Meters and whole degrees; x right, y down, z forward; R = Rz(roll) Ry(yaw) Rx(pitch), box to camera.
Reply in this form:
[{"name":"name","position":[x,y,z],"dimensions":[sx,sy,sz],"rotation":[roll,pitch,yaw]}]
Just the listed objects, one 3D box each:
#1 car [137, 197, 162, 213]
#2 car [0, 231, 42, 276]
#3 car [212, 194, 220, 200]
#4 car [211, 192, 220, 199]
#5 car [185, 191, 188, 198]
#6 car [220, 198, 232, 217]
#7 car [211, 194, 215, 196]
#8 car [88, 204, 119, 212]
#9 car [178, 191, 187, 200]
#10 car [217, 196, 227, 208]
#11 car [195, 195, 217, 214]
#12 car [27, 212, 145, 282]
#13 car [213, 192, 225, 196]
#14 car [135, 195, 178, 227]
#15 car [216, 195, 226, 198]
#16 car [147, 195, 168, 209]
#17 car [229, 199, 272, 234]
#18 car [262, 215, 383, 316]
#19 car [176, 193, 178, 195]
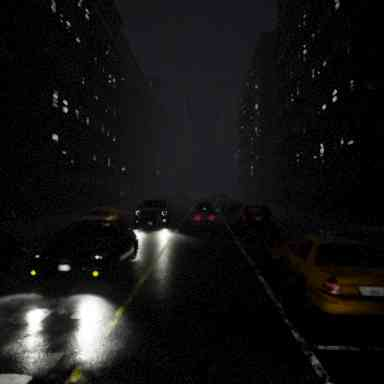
[{"name":"car","position":[-4.390,1.330,35.281],"dimensions":[1.887,1.381,4.507],"rotation":[1,0,2]},{"name":"car","position":[-5.441,1.508,7.597],"dimensions":[1.802,1.307,4.206],"rotation":[1,0,2]},{"name":"car","position":[5.669,1.139,79.309],"dimensions":[1.887,1.381,4.507],"rotation":[1,0,2]},{"name":"car","position":[5.884,0.877,84.843],"dimensions":[2.192,1.841,5.009],"rotation":[1,0,2]},{"name":"car","position":[-2.702,0.854,79.571],"dimensions":[2.192,1.841,5.009],"rotation":[1,0,2]},{"name":"car","position":[3.776,1.451,29.479],"dimensions":[1.802,1.307,4.206],"rotation":[1,0,2]},{"name":"car","position":[1.653,1.321,44.014],"dimensions":[2.033,1.411,5.357],"rotation":[0,0,2]},{"name":"car","position":[-5.027,1.398,18.501],"dimensions":[1.752,1.417,4.829],"rotation":[1,0,2]},{"name":"car","position":[-2.918,1.122,74.037],"dimensions":[2.008,1.369,4.403],"rotation":[1,0,2]},{"name":"car","position":[3.986,1.406,35.015],"dimensions":[1.947,1.339,4.313],"rotation":[1,0,2]},{"name":"car","position":[1.279,1.357,33.378],"dimensions":[1.812,1.442,4.674],"rotation":[0,0,3]},{"name":"car","position":[-2.794,1.498,9.427],"dimensions":[1.994,1.385,4.181],"rotation":[0,0,2]},{"name":"car","position":[4.620,1.189,51.624],"dimensions":[1.967,1.590,4.097],"rotation":[1,0,2]},{"name":"car","position":[-2.323,1.226,21.459],"dimensions":[2.097,1.767,4.553],"rotation":[0,0,2]},{"name":"car","position":[4.197,1.376,40.551],"dimensions":[1.947,1.339,4.313],"rotation":[1,0,2]},{"name":"car","position":[-4.177,1.195,40.817],"dimensions":[1.967,1.590,4.097],"rotation":[1,0,2]},{"name":"car","position":[3.359,1.366,18.405],"dimensions":[1.967,1.590,4.097],"rotation":[1,0,2]},{"name":"car","position":[2.942,1.506,7.502],"dimensions":[1.752,1.417,4.829],"rotation":[1,0,2]},{"name":"car","position":[-3.759,1.239,51.891],"dimensions":[1.887,1.381,4.507],"rotation":[1,0,2]}]
